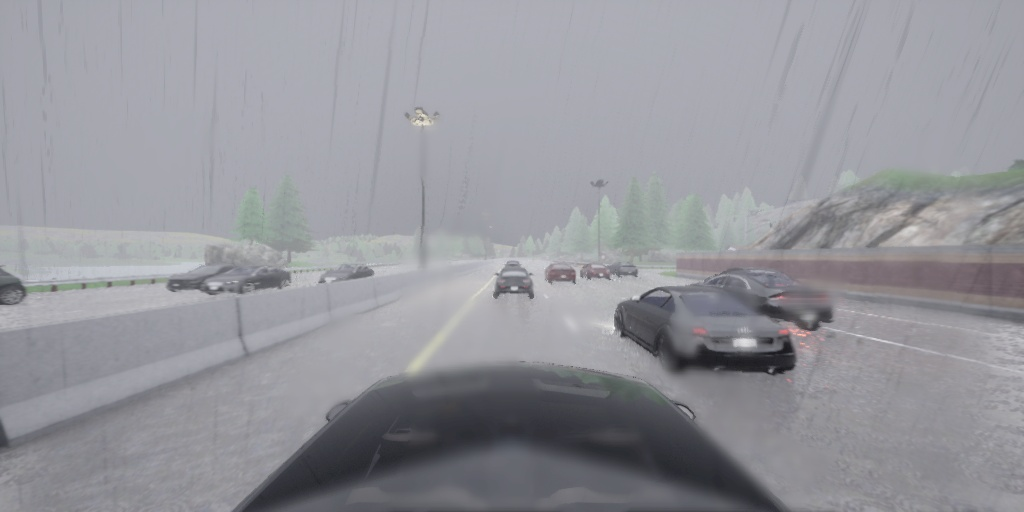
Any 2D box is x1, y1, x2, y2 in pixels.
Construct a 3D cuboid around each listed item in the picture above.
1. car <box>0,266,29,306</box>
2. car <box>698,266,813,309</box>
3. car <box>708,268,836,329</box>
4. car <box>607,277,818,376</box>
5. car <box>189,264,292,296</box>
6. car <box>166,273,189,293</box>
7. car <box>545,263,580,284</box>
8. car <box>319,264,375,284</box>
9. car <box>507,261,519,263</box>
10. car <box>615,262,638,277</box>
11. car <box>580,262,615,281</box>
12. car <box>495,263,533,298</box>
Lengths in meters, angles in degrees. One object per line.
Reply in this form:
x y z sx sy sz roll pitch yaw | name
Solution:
-21.084 1.112 12.795 2.097 1.767 4.553 0 0 0 | car
10.601 1.273 16.179 1.837 1.490 4.892 0 0 0 | car
7.101 1.253 10.969 2.128 1.511 4.902 0 0 0 | car
3.602 1.321 7.527 1.994 1.385 4.181 0 0 0 | car
-14.054 1.261 19.390 2.128 1.511 4.902 0 0 0 | car
-17.537 1.247 21.250 1.882 1.535 5.008 0 0 1 | car
3.604 1.255 27.290 1.882 1.535 5.008 0 0 0 | car
-10.519 1.265 23.199 2.128 1.511 4.902 0 0 0 | car
0.105 1.299 41.800 1.837 1.490 4.892 0 0 0 | car
10.605 1.277 34.622 2.128 1.511 4.902 0 0 0 | car
7.105 1.307 30.828 1.812 1.442 4.674 0 0 0 | car
0.104 1.293 18.525 1.812 1.442 4.674 0 0 0 | car
